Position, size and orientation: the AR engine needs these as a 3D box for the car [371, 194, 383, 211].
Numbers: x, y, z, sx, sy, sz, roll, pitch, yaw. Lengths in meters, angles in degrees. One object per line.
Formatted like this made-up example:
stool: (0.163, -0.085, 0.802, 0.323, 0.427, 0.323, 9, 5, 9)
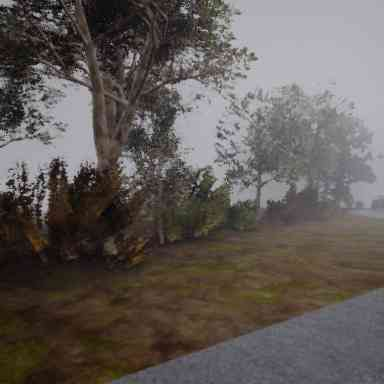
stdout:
car: (23.752, 1.234, 40.545, 5.566, 2.045, 2.150, 0, 0, -44)
